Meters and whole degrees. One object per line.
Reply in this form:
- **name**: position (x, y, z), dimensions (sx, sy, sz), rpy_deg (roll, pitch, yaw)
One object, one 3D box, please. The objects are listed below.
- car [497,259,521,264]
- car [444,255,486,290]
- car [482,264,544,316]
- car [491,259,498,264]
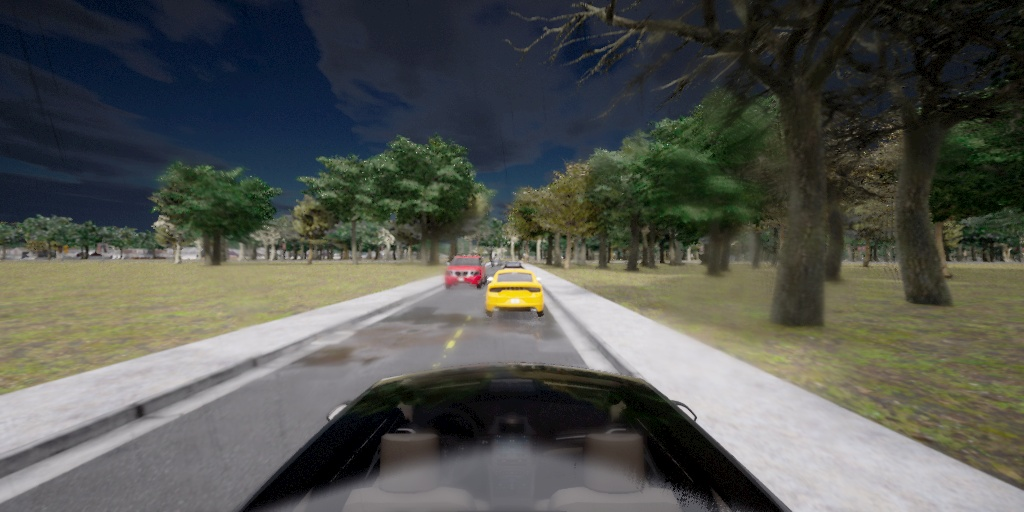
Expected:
- **car**: position (0.106, 1.242, 30.954), dimensions (2.128, 1.511, 4.902), rpy_deg (0, 0, 0)
- **car**: position (-2.845, 0.972, 22.968), dimensions (2.150, 2.045, 5.566), rpy_deg (0, 0, 0)
- **car**: position (0.101, 1.228, 13.488), dimensions (1.882, 1.535, 5.008), rpy_deg (0, 0, 0)
- **car**: position (-2.760, 1.249, 64.940), dimensions (2.128, 1.511, 4.902), rpy_deg (0, 0, 1)
